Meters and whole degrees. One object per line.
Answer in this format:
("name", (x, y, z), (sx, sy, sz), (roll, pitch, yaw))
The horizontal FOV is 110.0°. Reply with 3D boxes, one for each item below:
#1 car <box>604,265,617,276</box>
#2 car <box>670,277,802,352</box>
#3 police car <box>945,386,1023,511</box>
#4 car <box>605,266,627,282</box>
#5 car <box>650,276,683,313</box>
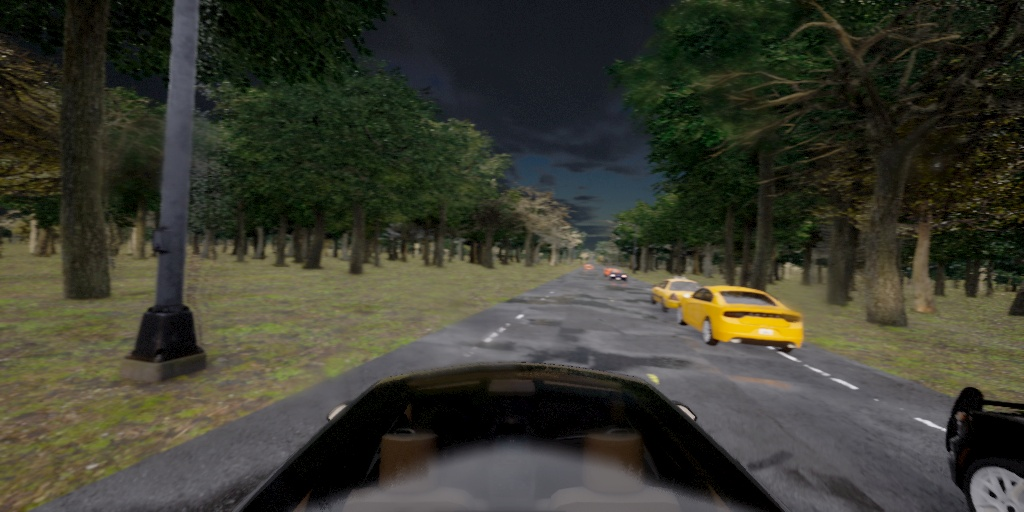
("car", (14.309, 2.130, 51.307), (2.097, 1.767, 4.553), (3, 0, 13))
("car", (6.335, 1.623, 10.591), (1.882, 1.535, 5.008), (3, 0, 13))
("police car", (4.194, 1.383, 0.936), (1.930, 1.638, 5.238), (3, -1, 13))
("car", (12.127, 2.225, 41.316), (1.895, 1.301, 4.718), (3, 0, 13))
("car", (7.677, 1.713, 16.633), (1.801, 1.575, 5.366), (3, 0, 13))
